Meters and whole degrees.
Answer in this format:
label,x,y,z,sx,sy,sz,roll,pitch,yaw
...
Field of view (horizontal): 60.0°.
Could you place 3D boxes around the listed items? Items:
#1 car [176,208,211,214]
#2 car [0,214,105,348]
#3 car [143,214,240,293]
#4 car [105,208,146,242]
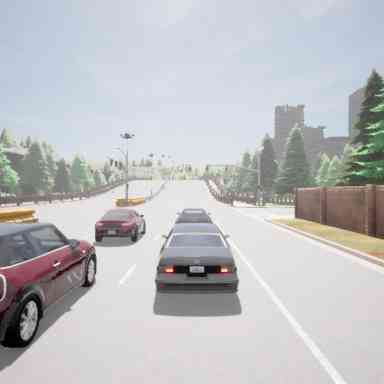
label,x,y,z,sx,sy,sz,roll,pitch,yaw
car,0.101,1.564,18.205,1.994,1.385,4.181,0,0,0
car,-3.401,1.352,6.456,2.097,1.767,4.553,0,0,0
car,0.100,1.547,8.965,2.033,1.411,5.357,0,0,0
car,-3.402,1.526,16.255,1.812,1.442,4.674,0,0,-1
